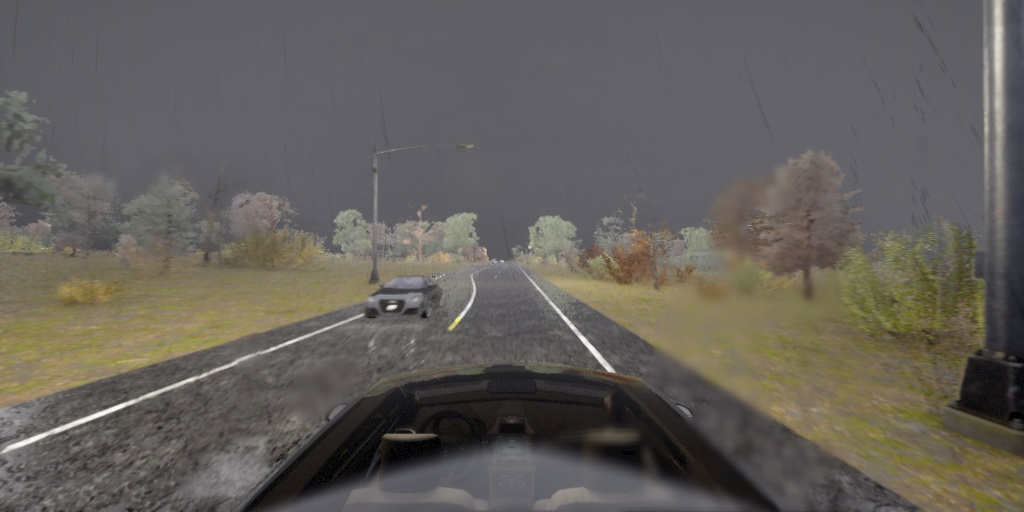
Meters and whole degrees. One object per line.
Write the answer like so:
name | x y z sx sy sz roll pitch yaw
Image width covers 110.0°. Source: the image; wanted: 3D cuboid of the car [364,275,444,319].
car | -3.733 1.393 13.012 1.994 1.385 4.181 0 0 -1
